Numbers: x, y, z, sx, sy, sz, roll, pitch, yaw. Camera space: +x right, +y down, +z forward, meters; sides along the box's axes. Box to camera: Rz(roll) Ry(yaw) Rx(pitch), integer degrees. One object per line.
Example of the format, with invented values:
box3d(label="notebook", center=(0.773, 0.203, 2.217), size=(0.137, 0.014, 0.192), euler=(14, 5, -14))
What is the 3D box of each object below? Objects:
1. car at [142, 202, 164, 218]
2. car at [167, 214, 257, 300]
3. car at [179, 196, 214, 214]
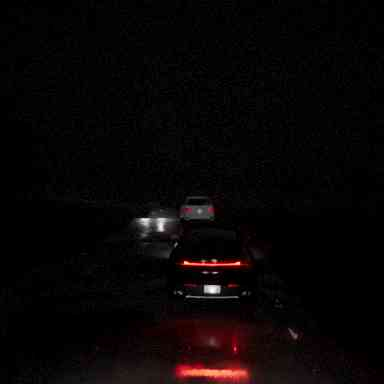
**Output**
box3d(label="car", center=(-3.789, 1.679, 31.967), size=(1.812, 1.442, 4.674), euler=(0, 0, -9))
box3d(label="car", center=(0.470, 1.530, 8.466), size=(1.837, 1.490, 4.892), euler=(0, 0, 2))
box3d(label="car", center=(0.309, 1.334, 24.479), size=(2.150, 2.045, 5.566), euler=(0, 0, -4))
